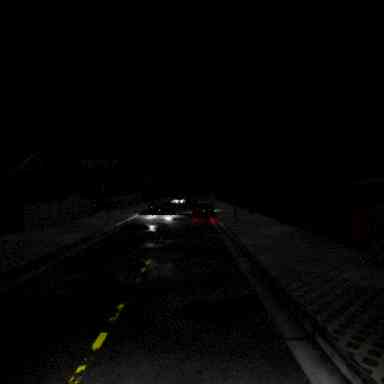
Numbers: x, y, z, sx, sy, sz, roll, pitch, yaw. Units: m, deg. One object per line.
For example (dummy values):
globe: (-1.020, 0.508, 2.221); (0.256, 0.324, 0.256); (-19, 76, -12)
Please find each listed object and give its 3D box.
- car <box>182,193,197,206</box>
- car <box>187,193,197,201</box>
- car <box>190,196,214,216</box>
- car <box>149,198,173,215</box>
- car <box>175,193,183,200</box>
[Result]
car: (0.008, 1.184, 47.677); (2.033, 1.411, 5.357); (0, 0, 0)
car: (0.007, 1.005, 67.248); (2.128, 1.511, 4.902); (0, 0, 0)
car: (0.965, 1.313, 29.229); (1.812, 1.442, 4.674); (0, 0, 0)
car: (-2.845, 1.297, 31.296); (1.812, 1.442, 4.674); (0, 0, 0)
car: (-2.743, 0.985, 73.264); (2.128, 1.511, 4.902); (0, 0, 0)
